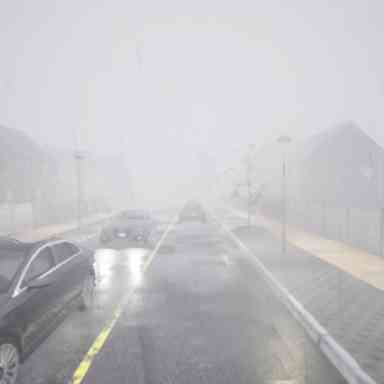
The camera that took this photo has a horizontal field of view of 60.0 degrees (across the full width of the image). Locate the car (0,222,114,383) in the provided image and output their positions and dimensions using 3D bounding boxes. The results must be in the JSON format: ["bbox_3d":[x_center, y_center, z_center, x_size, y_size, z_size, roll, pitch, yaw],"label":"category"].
[{"bbox_3d":[-2.843,1.473,4.897,2.128,1.511,4.902,0,0,0],"label":"car"}]

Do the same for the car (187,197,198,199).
[{"bbox_3d":[0.069,1.447,42.557,1.837,1.490,4.892,0,0,0],"label":"car"}]

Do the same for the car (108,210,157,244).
[{"bbox_3d":[-2.786,1.518,15.315,1.994,1.385,4.181,0,0,1],"label":"car"}]

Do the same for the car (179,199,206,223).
[{"bbox_3d":[0.058,1.505,25.083,1.994,1.385,4.181,0,0,0],"label":"car"}]
